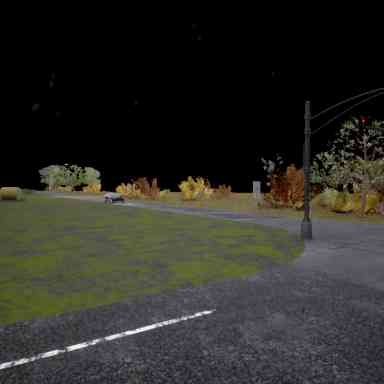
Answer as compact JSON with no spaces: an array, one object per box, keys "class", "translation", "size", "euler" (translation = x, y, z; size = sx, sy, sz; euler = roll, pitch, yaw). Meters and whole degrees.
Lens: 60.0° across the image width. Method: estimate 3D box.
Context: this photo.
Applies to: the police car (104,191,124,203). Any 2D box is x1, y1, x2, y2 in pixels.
[{"class":"police car","translation":[-11.649,0.744,49.739],"size":[1.930,1.638,5.238],"euler":[1,0,-32]}]
